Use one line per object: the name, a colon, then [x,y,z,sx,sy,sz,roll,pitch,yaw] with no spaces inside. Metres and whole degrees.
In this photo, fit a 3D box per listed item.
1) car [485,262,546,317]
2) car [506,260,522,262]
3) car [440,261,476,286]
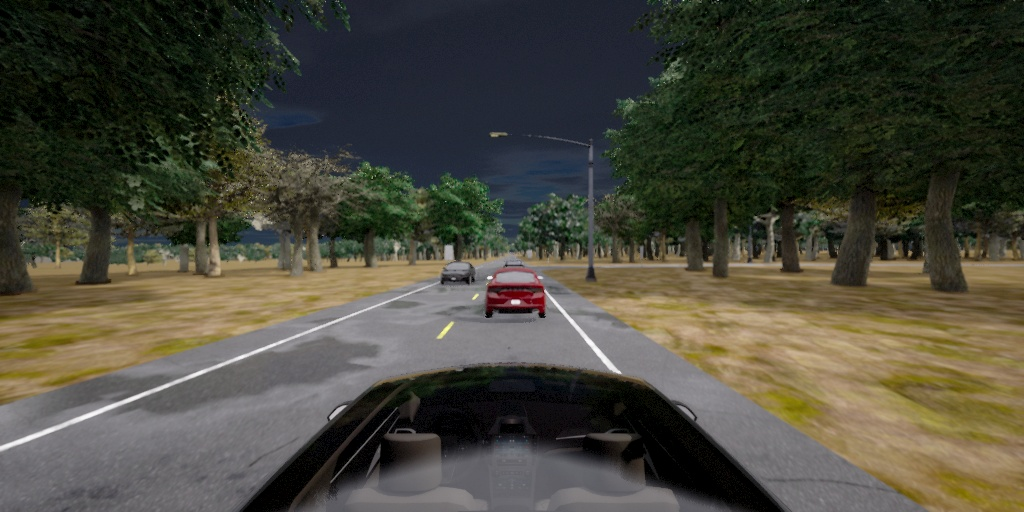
car: [0.114,1.159,12.861,1.882,1.535,5.008,0,1,0]
car: [0.157,1.101,29.890,2.128,1.511,4.902,0,0,0]
car: [-3.545,1.109,24.264,1.882,1.535,5.008,0,0,0]
